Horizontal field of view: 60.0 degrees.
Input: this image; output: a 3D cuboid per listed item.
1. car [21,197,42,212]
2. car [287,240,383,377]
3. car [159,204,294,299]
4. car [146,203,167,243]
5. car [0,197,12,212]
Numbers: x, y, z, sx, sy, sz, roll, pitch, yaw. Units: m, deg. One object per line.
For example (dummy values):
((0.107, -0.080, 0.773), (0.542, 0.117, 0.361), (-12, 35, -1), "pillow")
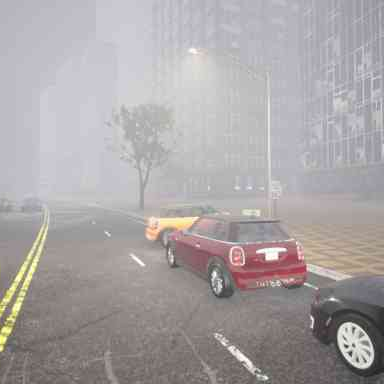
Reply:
((-18.934, 1.393, 39.370), (2.097, 1.767, 4.553), (0, 0, -24), "car")
((3.605, 1.505, 3.415), (1.837, 1.490, 4.892), (0, 0, -36), "car")
((0.856, 1.355, 8.879), (2.097, 1.767, 4.553), (0, 0, -22), "car")
((0.321, 1.277, 14.516), (4.553, 1.767, 2.097), (-3, 1, -18), "car")
((-21.900, 1.390, 38.041), (2.097, 1.767, 4.553), (0, 0, -24), "car")
